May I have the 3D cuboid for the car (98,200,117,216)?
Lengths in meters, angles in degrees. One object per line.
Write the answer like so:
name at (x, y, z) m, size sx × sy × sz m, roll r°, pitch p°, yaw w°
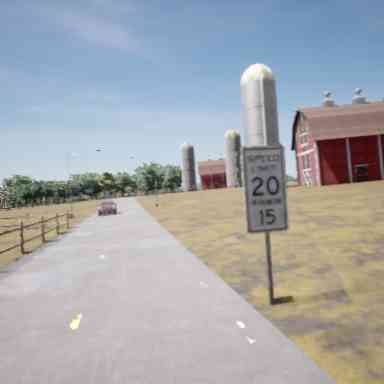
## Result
car at (-10.193, 1.829, 40.314) m, size 2.097 × 1.767 × 4.553 m, roll -4°, pitch 1°, yaw -11°
